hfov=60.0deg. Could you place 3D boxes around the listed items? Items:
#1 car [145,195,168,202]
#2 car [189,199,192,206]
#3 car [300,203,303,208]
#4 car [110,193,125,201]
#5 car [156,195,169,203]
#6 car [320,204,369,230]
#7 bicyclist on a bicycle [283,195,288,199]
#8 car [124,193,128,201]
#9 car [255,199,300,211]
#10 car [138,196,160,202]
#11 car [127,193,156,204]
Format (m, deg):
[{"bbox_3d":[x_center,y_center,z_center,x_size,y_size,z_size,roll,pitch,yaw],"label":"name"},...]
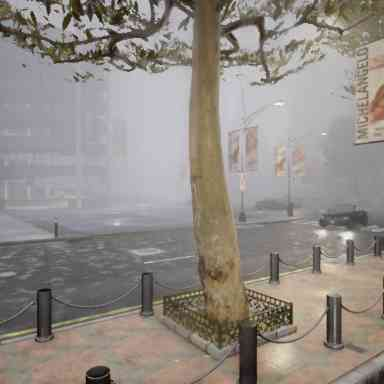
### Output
[{"bbox_3d":[-8.332,1.525,77.525,4.902,1.511,2.128,0,0,26],"label":"car"},{"bbox_3d":[1.463,1.547,53.931,2.033,1.411,5.357,0,0,-36],"label":"car"},{"bbox_3d":[12.649,1.564,44.426,1.994,1.385,4.181,0,0,-36],"label":"car"},{"bbox_3d":[-18.822,1.545,77.848,4.718,1.301,1.895,0,0,11],"label":"car"},{"bbox_3d":[-6.902,1.526,68.425,4.674,1.442,1.812,1,0,37],"label":"car"},{"bbox_3d":[9.946,1.526,21.479,1.812,1.442,4.674,1,0,43],"label":"car"},{"bbox_3d":[17.569,1.300,62.357,1.656,1.620,0.582,0,0,-36],"label":"bicyclist on a bicycle"},{"bbox_3d":[-17.889,1.165,81.222,5.566,2.045,2.150,0,0,11],"label":"car"},{"bbox_3d":[10.335,1.547,41.639,2.033,1.411,5.357,0,0,-36],"label":"car"},{"bbox_3d":[-9.545,1.524,74.225,4.674,1.442,1.812,0,0,26],"label":"car"},{"bbox_3d":[-10.002,1.352,66.073,4.553,1.767,2.097,0,0,35],"label":"car"}]
